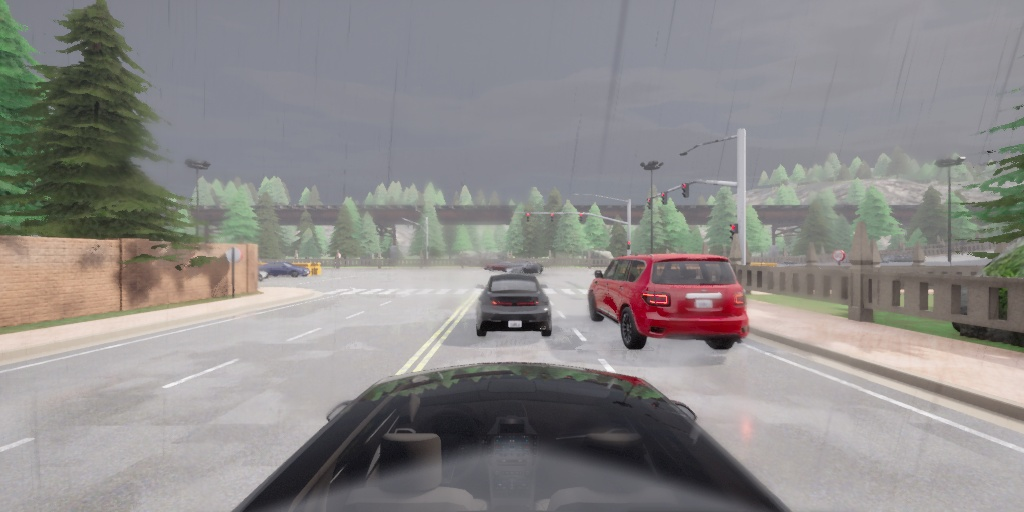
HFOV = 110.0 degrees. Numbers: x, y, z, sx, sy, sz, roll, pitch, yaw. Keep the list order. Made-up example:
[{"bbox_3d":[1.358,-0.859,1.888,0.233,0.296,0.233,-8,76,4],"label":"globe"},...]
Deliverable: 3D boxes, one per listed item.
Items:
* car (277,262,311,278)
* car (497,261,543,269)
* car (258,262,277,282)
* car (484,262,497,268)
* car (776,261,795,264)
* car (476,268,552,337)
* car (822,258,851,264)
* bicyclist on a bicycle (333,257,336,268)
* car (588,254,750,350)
[{"bbox_3d":[-21.555,1.276,33.817,4.674,1.442,1.812,0,0,0],"label":"car"},{"bbox_3d":[1.190,1.241,35.192,2.128,1.511,4.902,0,0,39],"label":"car"},{"bbox_3d":[-20.932,1.242,26.804,4.902,1.511,2.128,0,0,0],"label":"car"},{"bbox_3d":[-1.149,1.351,44.552,4.718,1.301,1.895,0,0,0],"label":"car"},{"bbox_3d":[36.110,1.321,48.148,4.718,1.301,1.895,-1,0,0],"label":"car"},{"bbox_3d":[0.021,1.255,10.334,1.837,1.490,4.892,0,0,-1],"label":"car"},{"bbox_3d":[37.848,1.044,41.159,4.553,1.767,2.097,-1,0,0],"label":"car"},{"bbox_3d":[-27.410,1.051,55.790,0.582,1.620,1.656,0,0,0],"label":"bicyclist on a bicycle"},{"bbox_3d":[3.517,0.971,9.233,2.150,2.045,5.566,0,0,0],"label":"car"}]
